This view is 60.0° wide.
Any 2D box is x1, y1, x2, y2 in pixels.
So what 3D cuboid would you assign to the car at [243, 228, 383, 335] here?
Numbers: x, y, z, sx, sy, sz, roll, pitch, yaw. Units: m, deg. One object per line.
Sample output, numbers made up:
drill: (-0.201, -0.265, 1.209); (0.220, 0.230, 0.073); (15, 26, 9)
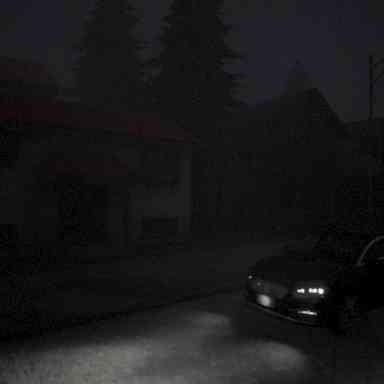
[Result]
car: (3.197, 1.553, 6.928); (4.902, 1.511, 2.128); (1, 0, -36)
